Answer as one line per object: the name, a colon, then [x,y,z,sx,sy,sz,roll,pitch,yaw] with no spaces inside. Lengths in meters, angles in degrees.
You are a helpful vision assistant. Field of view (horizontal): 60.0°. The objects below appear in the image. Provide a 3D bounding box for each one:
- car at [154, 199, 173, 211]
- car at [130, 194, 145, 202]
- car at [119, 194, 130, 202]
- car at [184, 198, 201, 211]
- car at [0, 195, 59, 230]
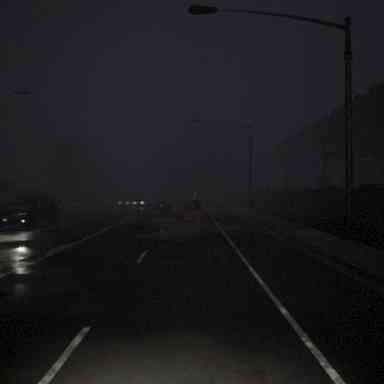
car: [-3.408,1.455,39.524,1.994,1.385,4.181,0,0,0]
car: [-10.505,1.236,66.504,1.837,1.490,4.892,0,1,0]
car: [-14.002,1.207,69.683,1.837,1.490,4.892,0,0,0]
car: [0.091,1.385,38.958,2.128,1.511,4.902,0,0,0]
car: [-10.600,1.214,21.616,2.150,2.045,5.566,0,0,0]
